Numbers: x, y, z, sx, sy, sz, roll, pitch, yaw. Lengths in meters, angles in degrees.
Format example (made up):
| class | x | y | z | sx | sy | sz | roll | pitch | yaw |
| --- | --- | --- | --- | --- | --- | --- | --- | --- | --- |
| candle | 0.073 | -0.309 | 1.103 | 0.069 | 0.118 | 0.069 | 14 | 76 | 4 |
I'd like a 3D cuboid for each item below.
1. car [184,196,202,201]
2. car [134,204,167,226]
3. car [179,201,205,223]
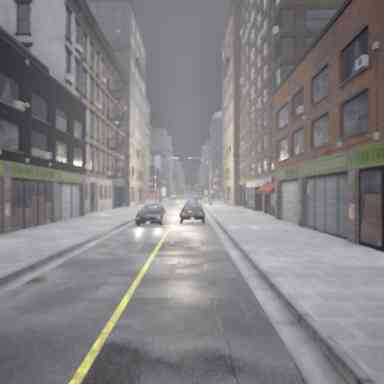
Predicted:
| class | x | y | z | sx | sy | sz | roll | pitch | yaw |
| --- | --- | --- | --- | --- | --- | --- | --- | --- | --- |
| car | 0.036 | 1.587 | 42.594 | 2.033 | 1.411 | 5.357 | 0 | 0 | 0 |
| car | -2.787 | 1.560 | 23.706 | 2.033 | 1.411 | 5.357 | 0 | 0 | 0 |
| car | 0.045 | 1.614 | 25.803 | 1.895 | 1.301 | 4.718 | 0 | 0 | 0 |
